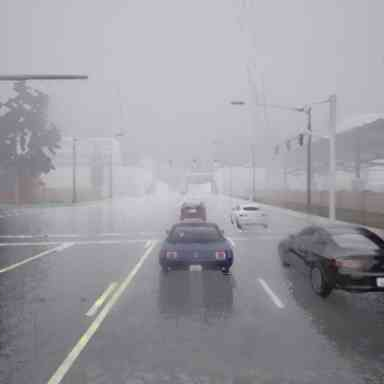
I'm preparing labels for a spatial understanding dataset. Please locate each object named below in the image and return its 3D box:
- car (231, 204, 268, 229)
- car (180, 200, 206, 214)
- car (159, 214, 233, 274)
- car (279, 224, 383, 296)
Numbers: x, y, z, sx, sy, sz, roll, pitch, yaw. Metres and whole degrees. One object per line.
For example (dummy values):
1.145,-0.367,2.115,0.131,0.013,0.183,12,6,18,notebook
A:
3.599,1.477,21.384,1.812,1.442,4.674,0,1,0,car
0.097,1.406,27.023,2.163,1.488,4.792,0,0,0,car
0.101,1.604,10.509,1.895,1.301,4.718,0,0,0,car
3.602,1.533,8.508,1.812,1.442,4.674,0,0,0,car
